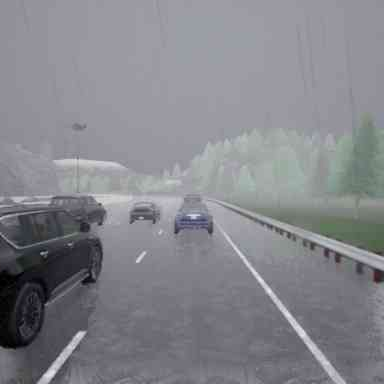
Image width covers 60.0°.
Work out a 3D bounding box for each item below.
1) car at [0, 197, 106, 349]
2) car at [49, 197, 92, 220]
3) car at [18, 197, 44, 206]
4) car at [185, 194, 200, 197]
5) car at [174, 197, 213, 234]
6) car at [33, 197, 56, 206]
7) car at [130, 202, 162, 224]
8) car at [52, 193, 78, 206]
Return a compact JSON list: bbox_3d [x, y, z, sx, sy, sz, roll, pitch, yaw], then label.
[{"bbox_3d":[-3.404,1.222,6.396,2.150,2.045,5.566,0,0,0],"label":"car"},{"bbox_3d":[-10.413,1.354,28.964,2.097,1.767,4.553,0,0,0],"label":"car"},{"bbox_3d":[-28.035,1.551,58.176,2.033,1.411,5.357,0,0,0],"label":"car"},{"bbox_3d":[0.083,1.224,39.684,2.150,2.045,5.566,0,0,0],"label":"car"},{"bbox_3d":[0.090,1.353,19.456,2.097,1.767,4.553,0,0,0],"label":"car"},{"bbox_3d":[-24.565,1.568,55.628,1.994,1.385,4.181,0,0,1],"label":"car"},{"bbox_3d":[-3.412,1.506,24.854,1.837,1.490,4.892,0,0,0],"label":"car"},{"bbox_3d":[-21.067,1.225,55.573,2.150,2.045,5.566,0,0,1],"label":"car"}]
